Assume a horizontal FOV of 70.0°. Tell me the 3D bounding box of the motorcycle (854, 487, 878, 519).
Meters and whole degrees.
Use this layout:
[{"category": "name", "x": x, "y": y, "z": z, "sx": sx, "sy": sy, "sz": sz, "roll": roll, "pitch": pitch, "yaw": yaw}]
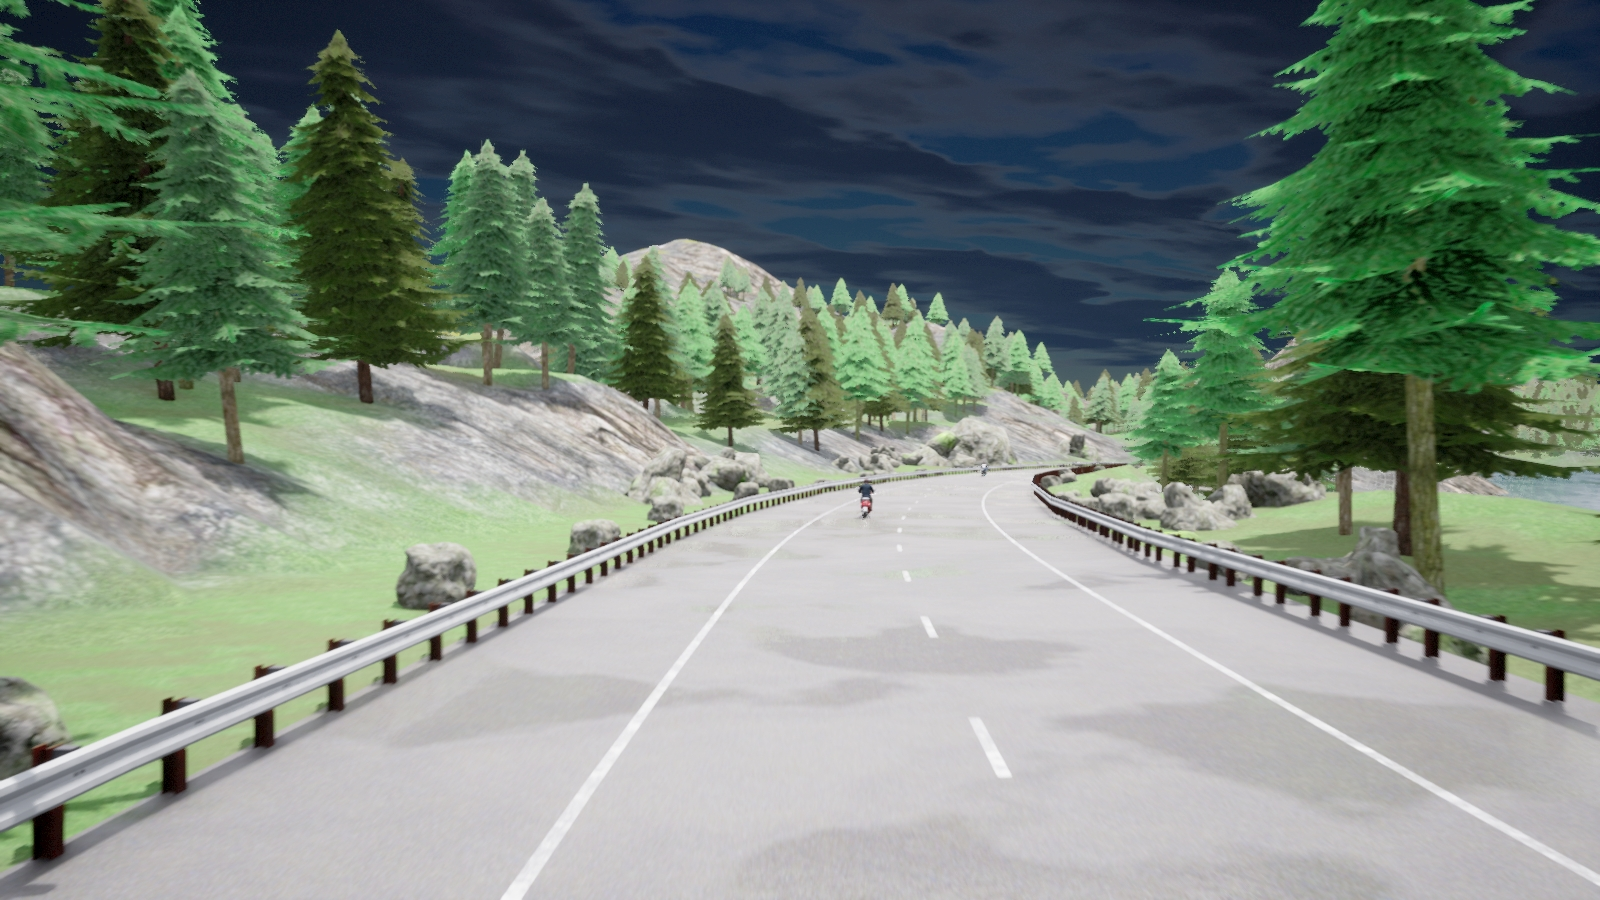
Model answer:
[{"category": "motorcycle", "x": 2.752, "y": 2.182, "z": 47.565, "sx": 0.856, "sy": 1.236, "sz": 1.805, "roll": 1, "pitch": 0, "yaw": 7}]
